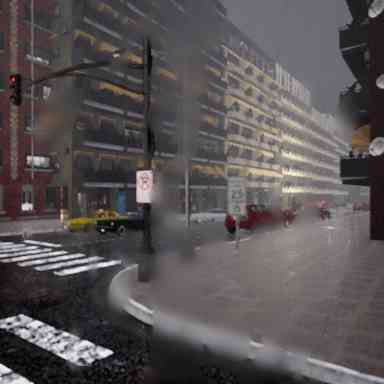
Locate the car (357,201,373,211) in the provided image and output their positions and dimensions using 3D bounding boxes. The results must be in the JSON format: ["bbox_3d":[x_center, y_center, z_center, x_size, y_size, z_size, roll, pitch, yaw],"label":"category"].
[{"bbox_3d":[33.218,2.627,63.801,2.192,1.841,5.009,-1,-2,35],"label":"car"}]

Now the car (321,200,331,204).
[{"bbox_3d":[26.343,2.651,68.536,2.192,1.841,5.009,-1,-2,35],"label":"car"}]

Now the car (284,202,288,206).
[{"bbox_3d":[9.109,2.217,39.322,2.128,1.511,4.902,0,-1,35],"label":"car"}]

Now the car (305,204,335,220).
[{"bbox_3d":[13.740,2.290,35.950,1.802,1.307,4.206,-2,-2,35],"label":"car"}]

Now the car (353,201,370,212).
[{"bbox_3d":[29.971,2.528,59.160,2.192,1.841,5.009,-1,-2,35],"label":"car"}]

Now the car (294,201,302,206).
[{"bbox_3d":[16.604,2.351,54.614,2.192,1.841,5.009,-1,-2,35],"label":"car"}]

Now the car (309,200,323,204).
[{"bbox_3d":[23.099,2.781,63.890,1.887,1.381,4.507,-1,-2,35],"label":"car"}]

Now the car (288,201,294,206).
[{"bbox_3d":[13.260,2.457,49.829,1.752,1.417,4.829,-1,-2,35],"label":"car"}]

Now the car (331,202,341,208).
[{"bbox_3d":[32.839,3.077,77.812,1.887,1.381,4.507,-1,-2,35],"label":"car"}]

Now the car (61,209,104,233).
[{"bbox_3d":[-6.219,1.844,21.985,1.752,1.417,4.829,-1,-2,35],"label":"car"}]

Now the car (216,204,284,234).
[{"bbox_3d":[3.999,1.717,22.036,2.192,1.841,5.009,-2,-2,35],"label":"car"}]

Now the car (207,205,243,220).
[{"bbox_3d":[3.619,2.175,36.046,1.887,1.381,4.507,-1,-2,35],"label":"car"}]

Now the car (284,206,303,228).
[{"bbox_3d":[7.247,2.049,26.670,1.887,1.381,4.507,-2,-2,35],"label":"car"}]

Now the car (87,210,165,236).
[{"bbox_3d":[-3.840,1.919,20.842,1.895,1.301,4.718,0,-1,35],"label":"car"}]

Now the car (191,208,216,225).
[{"bbox_3d":[1.903,2.102,29.050,1.895,1.301,4.718,0,-1,35],"label":"car"}]

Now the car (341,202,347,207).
[{"bbox_3d":[39.333,3.292,87.094,1.947,1.339,4.313,-1,-2,35],"label":"car"}]
